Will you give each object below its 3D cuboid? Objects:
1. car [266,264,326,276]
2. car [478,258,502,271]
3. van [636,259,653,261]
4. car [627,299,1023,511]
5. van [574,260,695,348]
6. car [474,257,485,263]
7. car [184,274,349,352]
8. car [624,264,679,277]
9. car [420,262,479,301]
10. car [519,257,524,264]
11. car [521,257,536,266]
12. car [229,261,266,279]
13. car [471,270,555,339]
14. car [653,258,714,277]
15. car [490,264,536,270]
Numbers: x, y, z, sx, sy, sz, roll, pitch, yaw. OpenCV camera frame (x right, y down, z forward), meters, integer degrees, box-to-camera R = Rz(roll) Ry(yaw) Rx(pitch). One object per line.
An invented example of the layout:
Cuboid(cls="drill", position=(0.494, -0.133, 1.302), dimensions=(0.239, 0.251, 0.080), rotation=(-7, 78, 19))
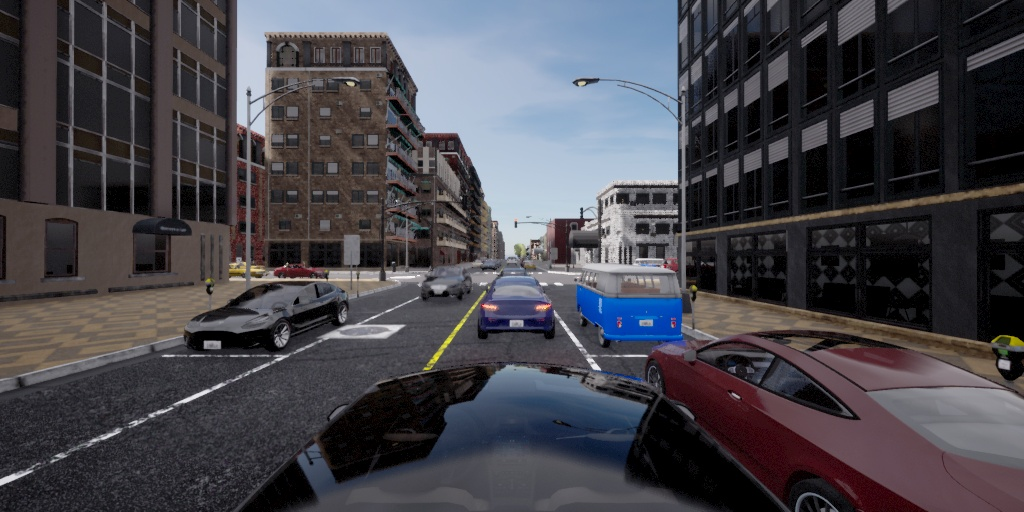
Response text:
Cuboid(cls="car", position=(-17.465, 1.284, 29.768), dimensions=(4.207, 1.307, 1.802), rotation=(0, 0, 0))
Cuboid(cls="car", position=(-3.058, 1.329, 50.592), dimensions=(2.033, 1.411, 5.357), rotation=(0, 0, 3))
Cuboid(cls="van", position=(14.900, 1.175, 38.223), dimensions=(3.998, 1.789, 1.690), rotation=(0, 0, 0))
Cuboid(cls="car", position=(2.657, 1.332, 3.270), dimensions=(1.802, 1.307, 4.207), rotation=(0, 0, 0))
Cuboid(cls="van", position=(2.657, 1.092, 8.959), dimensions=(1.690, 1.789, 3.998), rotation=(0, 0, 0))
Cuboid(cls="car", position=(-5.687, 1.318, 59.114), dimensions=(1.751, 1.417, 4.829), rotation=(0, 0, 0))
Cuboid(cls="car", position=(-5.690, 1.317, 8.986), dimensions=(1.948, 1.339, 4.313), rotation=(0, 0, 0))
Cuboid(cls="car", position=(13.759, 1.419, 35.633), dimensions=(4.718, 1.301, 1.895), rotation=(0, 0, 0))
Cuboid(cls="car", position=(-3.072, 1.246, 17.520), dimensions=(2.128, 1.511, 4.902), rotation=(0, 0, 1))
Cuboid(cls="car", position=(2.695, 1.382, 64.823), dimensions=(1.802, 1.307, 4.207), rotation=(0, 0, 0))
Cuboid(cls="car", position=(2.694, 1.311, 53.915), dimensions=(1.751, 1.417, 4.829), rotation=(0, 0, 0))
Cuboid(cls="car", position=(-22.958, 1.216, 29.755), dimensions=(4.829, 1.417, 1.751), rotation=(0, 0, 0))
Cuboid(cls="car", position=(0.101, 1.277, 9.959), dimensions=(1.812, 1.442, 4.674), rotation=(0, 0, 0))
Cuboid(cls="car", position=(14.921, 1.108, 29.843), dimensions=(5.009, 1.841, 2.192), rotation=(0, 0, 0))
Cuboid(cls="car", position=(0.093, 1.318, 18.411), dimensions=(1.994, 1.385, 4.181), rotation=(0, 0, 0))
